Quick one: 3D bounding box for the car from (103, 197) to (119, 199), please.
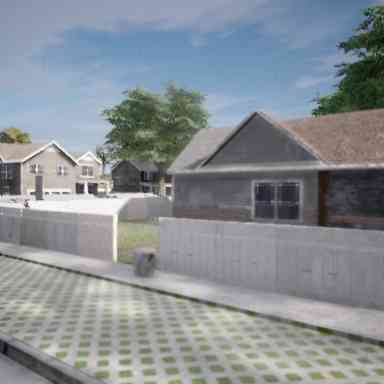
[{"bbox_3d":[-8.226,1.240,33.923,2.033,1.411,5.357,1,1,34],"label":"car"}]

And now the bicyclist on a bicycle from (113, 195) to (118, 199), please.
[{"bbox_3d":[-6.099,1.083,26.580,1.656,1.620,0.582,0,1,34],"label":"bicyclist on a bicycle"}]

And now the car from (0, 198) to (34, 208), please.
[{"bbox_3d":[-13.761,1.264,25.689,2.128,1.511,4.902,1,1,34],"label":"car"}]
